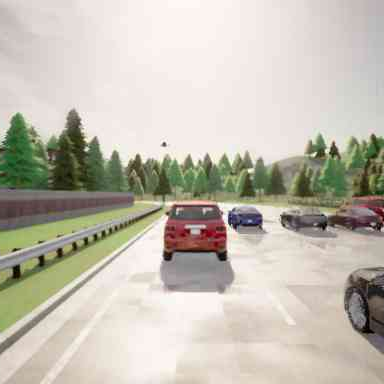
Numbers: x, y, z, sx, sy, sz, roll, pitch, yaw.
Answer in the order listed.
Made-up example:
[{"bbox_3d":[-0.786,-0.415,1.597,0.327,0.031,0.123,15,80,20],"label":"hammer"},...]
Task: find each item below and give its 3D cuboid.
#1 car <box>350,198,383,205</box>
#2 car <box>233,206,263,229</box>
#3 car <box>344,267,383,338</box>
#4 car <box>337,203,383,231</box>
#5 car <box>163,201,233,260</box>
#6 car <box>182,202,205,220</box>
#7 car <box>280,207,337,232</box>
[{"bbox_3d":[14.121,1.465,27.109,2.150,2.045,5.566,0,0,0],"label":"car"},{"bbox_3d":[3.619,1.686,23.233,1.882,1.535,5.008,0,0,0],"label":"car"},{"bbox_3d":[3.604,1.542,3.979,1.837,1.490,4.892,0,0,0],"label":"car"},{"bbox_3d":[10.610,1.720,21.778,1.812,1.442,4.674,0,0,0],"label":"car"},{"bbox_3d":[0.110,1.340,13.010,2.150,2.045,5.566,0,0,0],"label":"car"},{"bbox_3d":[0.125,1.787,32.772,2.128,1.511,4.902,0,0,0],"label":"car"},{"bbox_3d":[7.117,1.686,21.581,2.128,1.511,4.902,0,0,0],"label":"car"}]
